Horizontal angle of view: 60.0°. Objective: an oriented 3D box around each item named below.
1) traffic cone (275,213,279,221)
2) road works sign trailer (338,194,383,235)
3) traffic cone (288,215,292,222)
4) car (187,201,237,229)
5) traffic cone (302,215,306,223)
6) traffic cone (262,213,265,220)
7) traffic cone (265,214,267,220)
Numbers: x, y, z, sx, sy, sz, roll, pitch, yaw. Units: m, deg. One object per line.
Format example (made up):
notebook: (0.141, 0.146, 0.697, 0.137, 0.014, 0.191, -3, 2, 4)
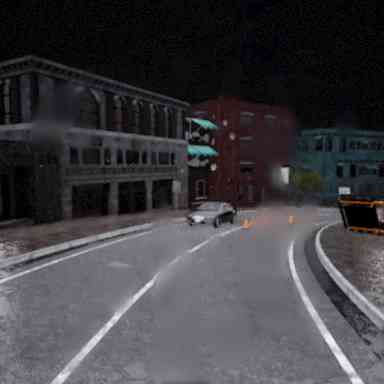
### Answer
traffic cone: (6.655, 1.953, 25.846, 0.340, 0.580, 0.340, 3, 1, 23)
road works sign trailer: (8.156, 1.220, 13.916, 3.560, 2.380, 2.880, 3, 45, 42)
traffic cone: (7.567, 2.003, 25.455, 0.340, 0.580, 0.340, 3, 1, 22)
car: (1.381, 1.356, 20.827, 2.128, 1.511, 4.902, 2, 1, 26)
traffic cone: (8.486, 2.054, 25.064, 0.340, 0.580, 0.340, 3, 1, 23)
traffic cone: (4.954, 1.901, 24.407, 0.340, 0.580, 0.340, 3, 1, 23)
traffic cone: (5.743, 1.903, 26.244, 0.340, 0.580, 0.340, 3, 1, 23)
